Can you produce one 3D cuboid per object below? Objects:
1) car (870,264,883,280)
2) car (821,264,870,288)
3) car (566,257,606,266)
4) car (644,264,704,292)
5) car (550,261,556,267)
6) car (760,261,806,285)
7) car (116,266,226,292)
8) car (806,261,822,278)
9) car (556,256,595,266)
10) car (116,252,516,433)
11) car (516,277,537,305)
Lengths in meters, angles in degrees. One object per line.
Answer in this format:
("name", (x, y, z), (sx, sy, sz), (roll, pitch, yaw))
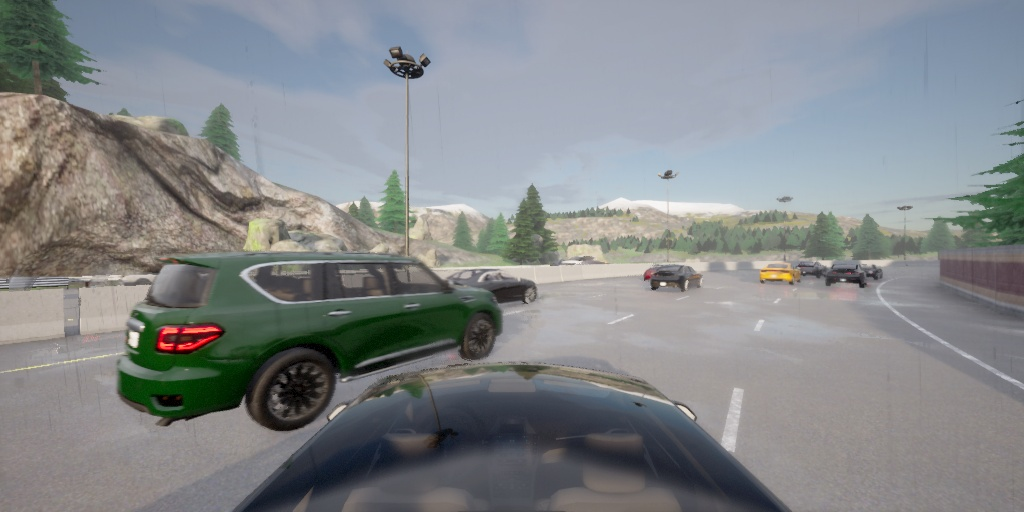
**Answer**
("car", (30.431, 1.351, 30.915), (4.718, 1.301, 1.895), (0, 0, -39))
("car", (22.487, 1.255, 24.085), (4.892, 1.490, 1.837), (0, 0, -43))
("car", (8.641, 1.227, 40.166), (5.008, 1.535, 1.882), (0, 0, -42))
("car", (9.888, 1.256, 21.348), (1.837, 1.490, 4.892), (0, 0, 43))
("car", (7.519, 1.108, 53.151), (4.181, 1.385, 1.994), (0, 0, -40))
("car", (19.769, 1.228, 26.330), (5.008, 1.535, 1.882), (0, 0, -44))
("car", (-21.037, 1.351, 22.342), (1.895, 1.301, 4.718), (0, 0, 36))
("car", (27.713, 1.241, 33.200), (4.902, 1.511, 2.128), (0, 0, -39))
("car", (8.440, 0.973, 44.686), (5.566, 2.045, 2.150), (0, 0, -41))
("car", (-2.435, 0.970, 5.951), (2.150, 2.045, 5.566), (0, 0, 34))
("car", (-0.877, 1.242, 13.944), (2.128, 1.511, 4.902), (0, 0, 37))
